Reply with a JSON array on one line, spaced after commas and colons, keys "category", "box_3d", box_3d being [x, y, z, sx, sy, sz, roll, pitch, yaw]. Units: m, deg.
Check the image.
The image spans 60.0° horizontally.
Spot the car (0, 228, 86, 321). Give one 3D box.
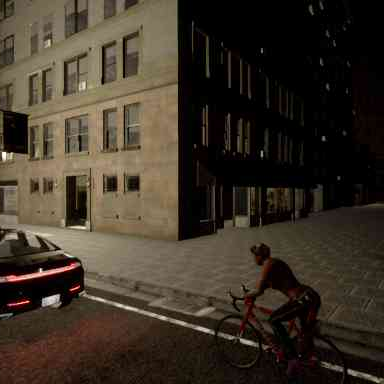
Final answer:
[{"category": "car", "box_3d": [-4.184, 1.492, 6.666, 4.902, 1.511, 2.128, 0, 0, 36]}]

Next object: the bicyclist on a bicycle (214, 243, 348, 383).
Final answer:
[{"category": "bicyclist on a bicycle", "box_3d": [0.968, 1.453, 3.972, 1.656, 1.620, 0.582, 0, 0, 36]}]
